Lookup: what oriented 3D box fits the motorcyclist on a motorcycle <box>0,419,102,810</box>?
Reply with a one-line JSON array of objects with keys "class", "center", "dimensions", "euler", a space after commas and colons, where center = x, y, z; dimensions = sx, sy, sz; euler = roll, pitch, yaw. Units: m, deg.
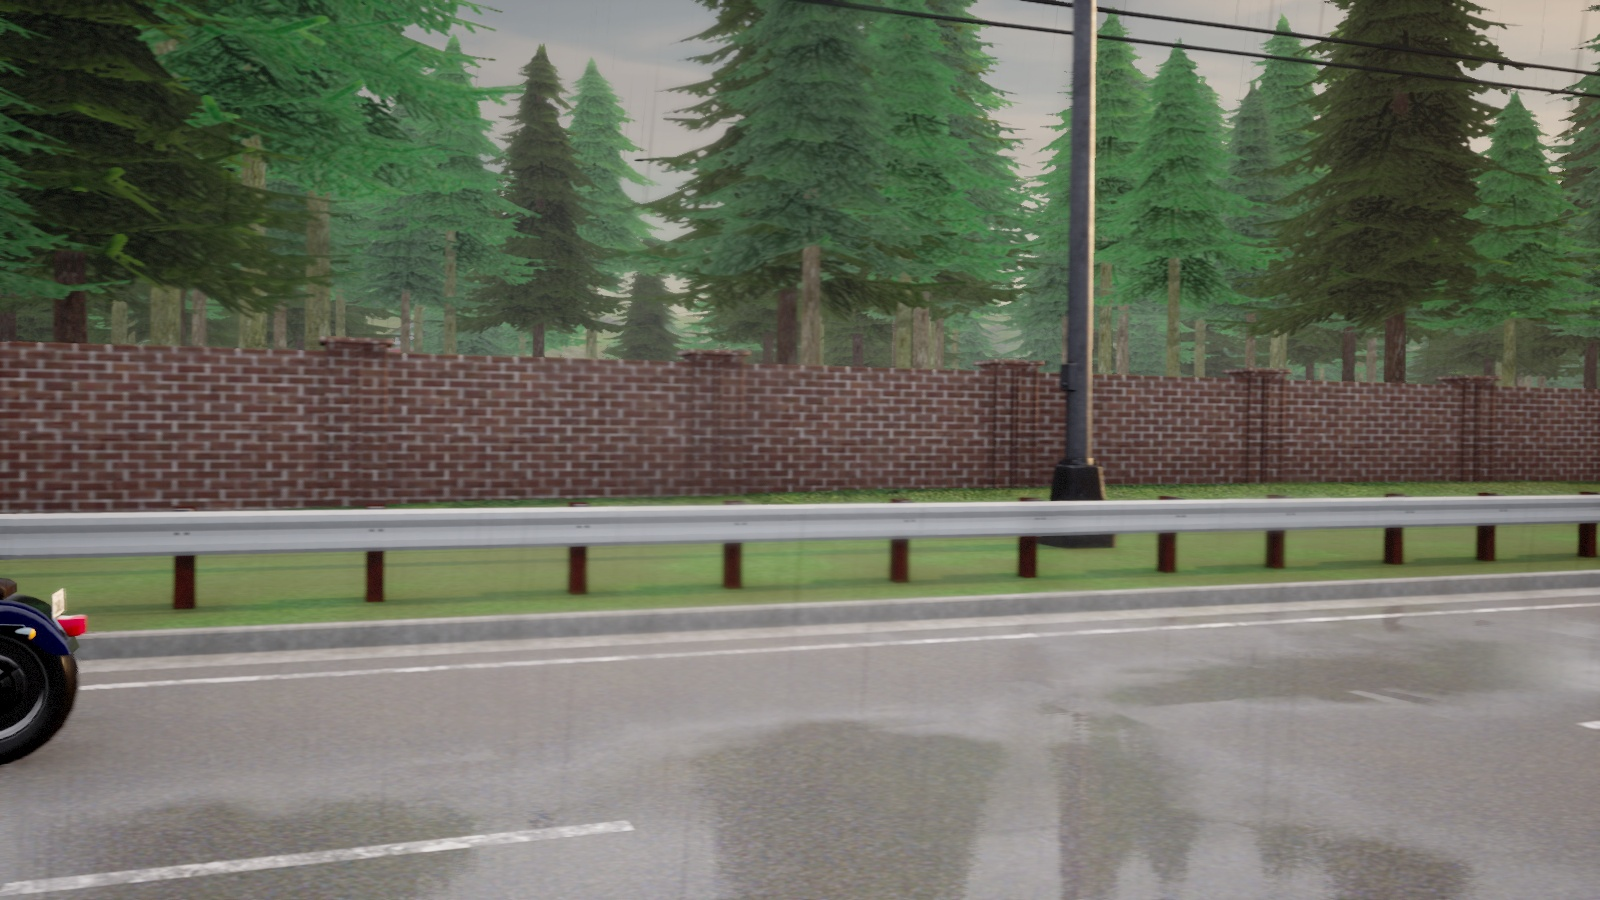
[{"class": "motorcyclist on a motorcycle", "center": [-4.373, 0.709, 5.323], "dimensions": [2.350, 1.649, 0.766], "euler": [-1, 1, -21]}]
